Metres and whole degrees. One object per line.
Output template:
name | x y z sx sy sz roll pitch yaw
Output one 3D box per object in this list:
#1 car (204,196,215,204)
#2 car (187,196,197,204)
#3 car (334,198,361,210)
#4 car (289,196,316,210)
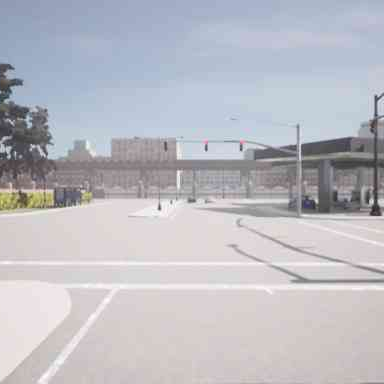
car | 3.480 1.481 64.658 1.812 1.442 4.674 0 0 0
car | -0.020 1.503 64.656 2.033 1.411 5.357 0 0 0
car | 18.943 1.428 40.750 1.970 1.475 3.806 0 0 0
car | 13.198 1.267 39.985 2.242 1.667 4.611 0 0 0
